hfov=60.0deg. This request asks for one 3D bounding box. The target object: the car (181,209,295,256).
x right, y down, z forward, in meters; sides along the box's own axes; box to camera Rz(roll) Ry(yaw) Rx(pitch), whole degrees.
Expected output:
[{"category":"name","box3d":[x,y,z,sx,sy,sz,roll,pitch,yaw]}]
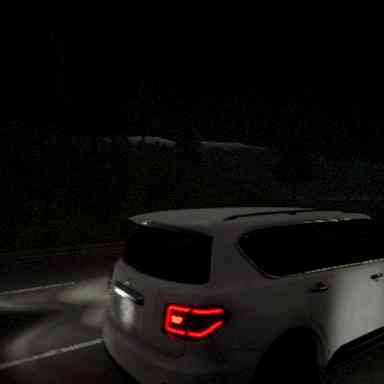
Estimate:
[{"category":"car","box3d":[1.992,1.519,13.687,4.674,1.442,1.812,0,0,-35]}]

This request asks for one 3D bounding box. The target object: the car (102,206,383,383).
[{"category":"car","box3d":[1.551,1.221,4.821,5.566,2.045,2.150,0,0,-35]}]
